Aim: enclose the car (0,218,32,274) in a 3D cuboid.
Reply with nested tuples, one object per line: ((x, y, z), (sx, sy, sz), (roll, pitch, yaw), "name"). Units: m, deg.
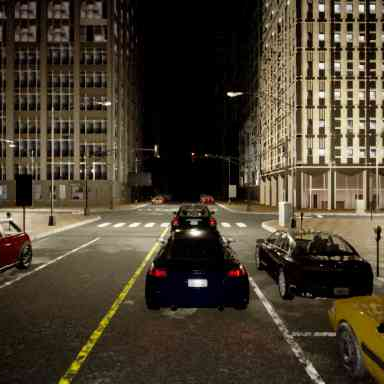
((-5.695, 1.439, 8.158), (1.967, 1.590, 4.097), (0, 0, 0), "car")

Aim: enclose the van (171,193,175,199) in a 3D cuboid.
((-5.747, 1.236, 80.161), (1.690, 1.788, 3.998), (0, 0, 0), "van")

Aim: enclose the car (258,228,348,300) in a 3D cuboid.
((2.685, 1.549, 8.165), (2.008, 1.369, 4.403), (0, 0, 0), "car")

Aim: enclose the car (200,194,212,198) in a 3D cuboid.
((2.745, 1.388, 57.426), (1.967, 1.590, 4.097), (0, 0, 0), "car")

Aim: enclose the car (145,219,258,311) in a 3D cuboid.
((0.096, 1.563, 7.821), (1.994, 1.385, 4.181), (0, 0, 0), "car")

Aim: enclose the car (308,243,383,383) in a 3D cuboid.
((2.689, 1.525, 2.668), (1.752, 1.417, 4.829), (0, 0, 0), "car")

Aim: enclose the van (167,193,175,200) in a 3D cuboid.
((-5.755, 1.205, 91.533), (1.690, 1.788, 3.998), (0, 0, 0), "van")

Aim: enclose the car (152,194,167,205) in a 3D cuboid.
((-5.826, 1.388, 57.421), (1.967, 1.590, 4.097), (0, 0, 0), "car")

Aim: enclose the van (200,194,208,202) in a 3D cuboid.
((2.637, 1.250, 74.479), (1.690, 1.788, 3.998), (0, 0, 0), "van")

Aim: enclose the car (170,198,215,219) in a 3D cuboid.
((0.086, 1.346, 16.454), (2.097, 1.767, 4.553), (0, 0, 0), "car")

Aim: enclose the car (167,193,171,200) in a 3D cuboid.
((-5.764, 1.251, 63.106), (2.192, 1.841, 5.009), (0, 0, 0), "car")

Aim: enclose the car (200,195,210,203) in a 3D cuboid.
((2.641, 1.363, 68.794), (1.967, 1.590, 4.097), (0, 0, 0), "car")
